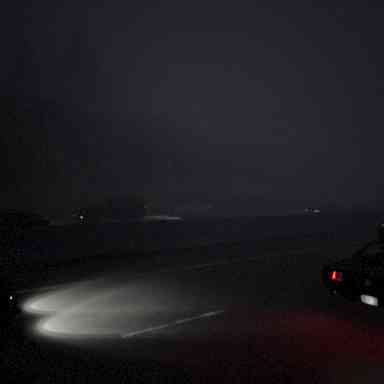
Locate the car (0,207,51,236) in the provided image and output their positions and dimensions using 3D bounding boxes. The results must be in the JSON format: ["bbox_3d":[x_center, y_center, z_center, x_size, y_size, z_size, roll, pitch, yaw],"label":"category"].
[{"bbox_3d":[-10.171,1.591,18.230,4.181,1.385,1.994,1,-1,-35],"label":"car"}]

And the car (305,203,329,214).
[{"bbox_3d":[14.083,1.920,35.500,4.892,1.490,1.837,2,-1,-35],"label":"car"}]

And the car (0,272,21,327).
[{"bbox_3d":[-5.277,1.522,4.282,5.357,1.411,2.033,1,-1,-35],"label":"car"}]

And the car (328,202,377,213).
[{"bbox_3d":[15.648,1.931,32.317,4.674,1.442,1.812,1,-1,-35],"label":"car"}]

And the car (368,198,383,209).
[{"bbox_3d":[27.959,1.886,49.633,5.566,2.045,2.150,1,0,-35],"label":"car"}]

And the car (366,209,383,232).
[{"bbox_3d":[10.544,1.718,15.550,4.902,1.511,2.128,1,-1,-35],"label":"car"}]

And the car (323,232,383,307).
[{"bbox_3d":[5.044,1.708,7.336,4.718,1.301,1.895,1,-1,-35],"label":"car"}]

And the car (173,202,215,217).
[{"bbox_3d":[0.285,1.783,34.268,4.674,1.442,1.812,1,-1,-35],"label":"car"}]

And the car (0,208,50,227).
[{"bbox_3d":[-9.107,1.560,14.694,5.357,1.411,2.033,1,-1,-35],"label":"car"}]

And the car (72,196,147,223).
[{"bbox_3d":[-6.163,1.344,25.384,5.566,2.045,2.150,1,0,-35],"label":"car"}]
